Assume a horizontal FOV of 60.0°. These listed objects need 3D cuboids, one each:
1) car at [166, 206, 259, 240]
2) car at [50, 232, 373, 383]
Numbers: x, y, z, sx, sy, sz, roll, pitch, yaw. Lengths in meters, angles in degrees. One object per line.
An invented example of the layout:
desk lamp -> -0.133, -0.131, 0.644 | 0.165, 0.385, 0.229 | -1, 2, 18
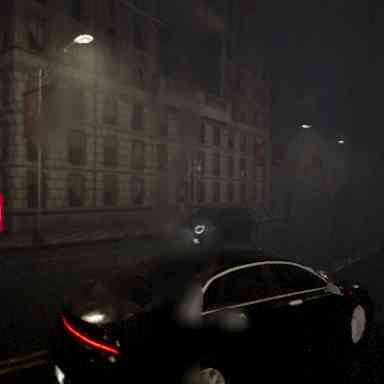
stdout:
car -> 0.992, 1.429, 14.603 | 2.097, 1.767, 4.553 | 0, 0, 43
car -> 0.680, 1.530, 4.631 | 4.892, 1.490, 1.837 | 1, -1, -37
